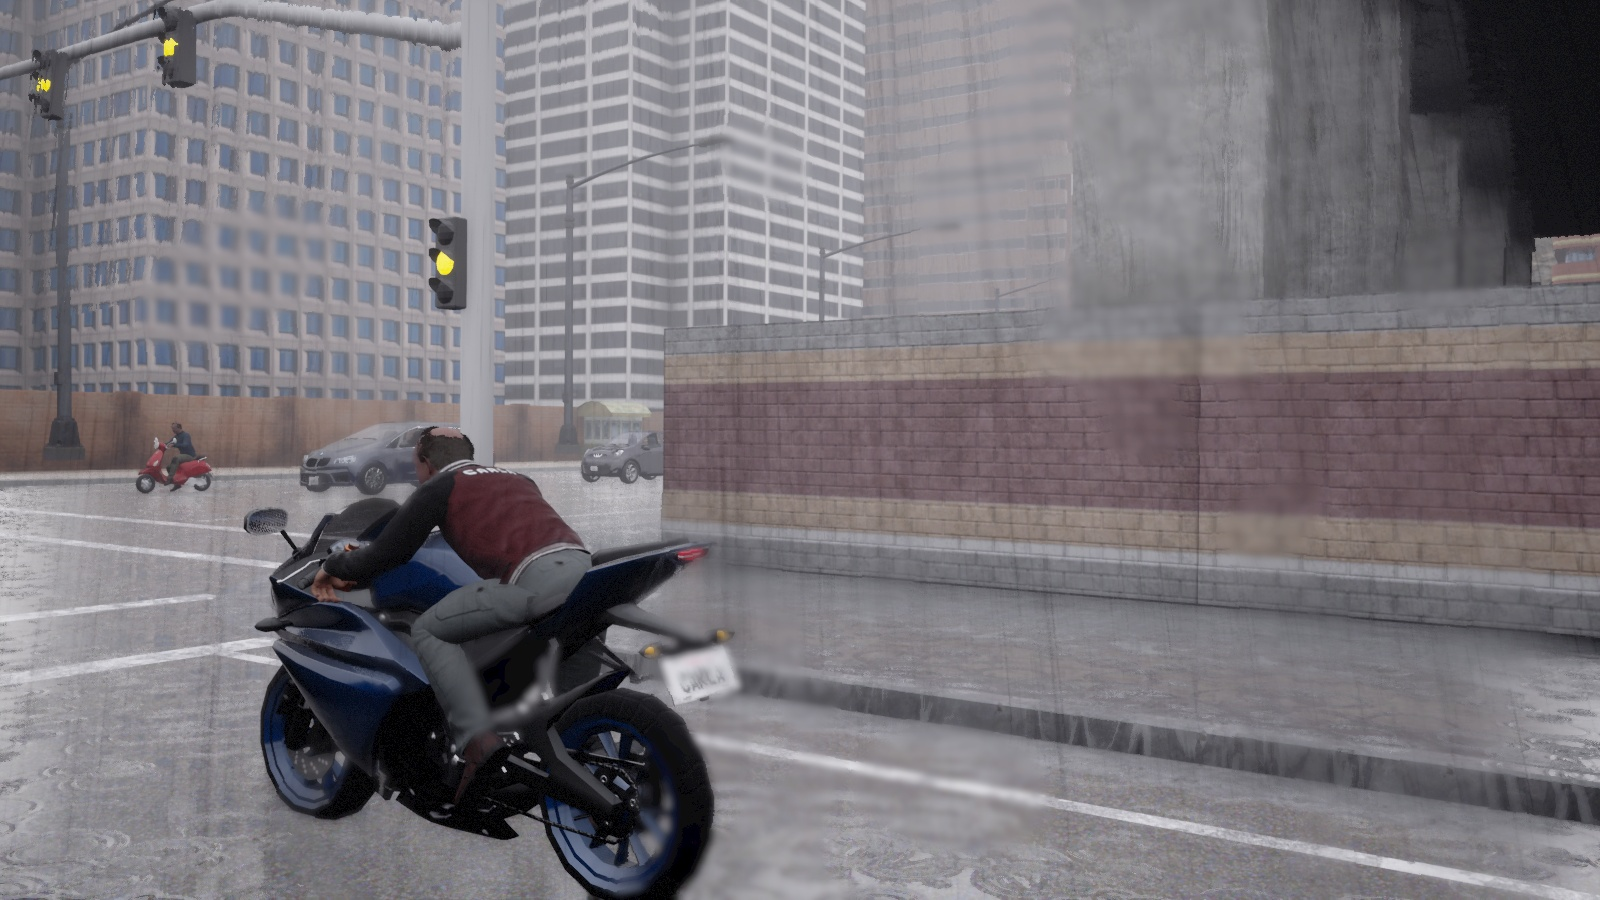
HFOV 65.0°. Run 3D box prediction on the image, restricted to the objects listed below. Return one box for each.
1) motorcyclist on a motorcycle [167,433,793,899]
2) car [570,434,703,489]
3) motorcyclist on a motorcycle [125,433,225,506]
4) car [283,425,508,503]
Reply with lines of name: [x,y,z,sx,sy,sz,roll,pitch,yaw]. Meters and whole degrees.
motorcyclist on a motorcycle: [-1.183,0.717,4.409,2.191,1.530,0.866,0,1,34]
car: [-4.681,0.292,36.289,1.845,1.501,3.633,0,1,34]
motorcyclist on a motorcycle: [-14.162,0.424,28.516,0.866,1.590,1.817,0,1,34]
car: [-9.350,0.259,29.396,2.242,1.667,4.611,0,1,34]
